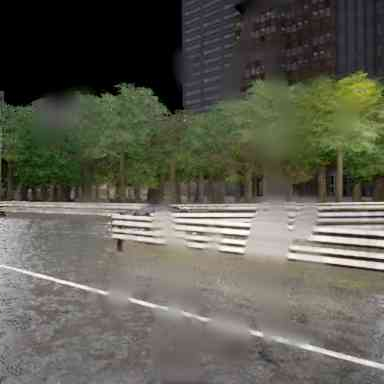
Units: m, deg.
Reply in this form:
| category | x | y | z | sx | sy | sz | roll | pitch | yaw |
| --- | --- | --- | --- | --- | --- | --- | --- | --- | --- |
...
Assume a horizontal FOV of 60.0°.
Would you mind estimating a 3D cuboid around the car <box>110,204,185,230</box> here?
| category | x | y | z | sx | sy | sz | roll | pitch | yaw |
| --- | --- | --- | --- | --- | --- | --- | --- | --- | --- |
| car | -2.252 | 1.469 | 19.206 | 5.008 | 1.535 | 1.882 | 0 | 0 | 14 |
